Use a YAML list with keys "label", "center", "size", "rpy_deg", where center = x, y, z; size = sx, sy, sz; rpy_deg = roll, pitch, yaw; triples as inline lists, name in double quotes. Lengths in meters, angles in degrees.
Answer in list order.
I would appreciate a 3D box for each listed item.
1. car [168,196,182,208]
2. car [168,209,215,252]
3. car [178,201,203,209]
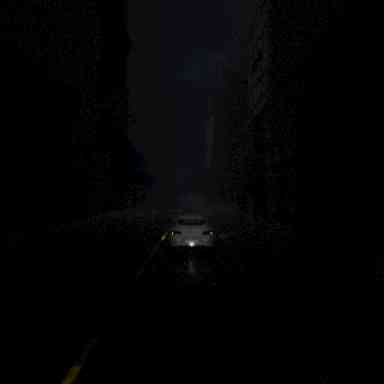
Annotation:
- label: "car"
  center: [-3.047, 1.755, 60.687]
  size: [2.150, 2.045, 5.566]
  rpy_deg: [0, -1, 0]
- label: "car"
  center: [-0.006, 1.663, 14.392]
  size: [1.812, 1.442, 4.674]
  rpy_deg: [0, 0, 0]
- label: "car"
  center: [-0.017, 1.802, 29.368]
  size: [1.812, 1.442, 4.674]
  rpy_deg: [0, 0, 0]
